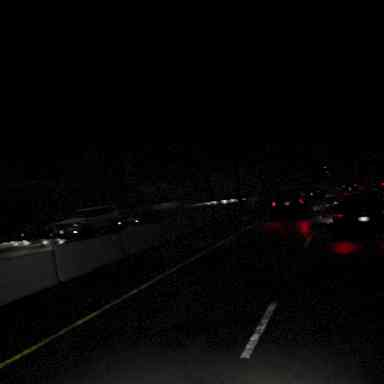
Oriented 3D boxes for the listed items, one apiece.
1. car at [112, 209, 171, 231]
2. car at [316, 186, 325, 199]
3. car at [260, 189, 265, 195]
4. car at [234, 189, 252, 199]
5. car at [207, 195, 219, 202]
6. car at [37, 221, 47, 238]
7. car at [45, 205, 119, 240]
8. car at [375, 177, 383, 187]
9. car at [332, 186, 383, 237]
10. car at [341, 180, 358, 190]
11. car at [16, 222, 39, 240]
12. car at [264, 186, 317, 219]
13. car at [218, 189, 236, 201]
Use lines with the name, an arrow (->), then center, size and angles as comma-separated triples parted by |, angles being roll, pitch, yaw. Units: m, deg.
car -> -3.488, 2.057, 24.875 | 1.895, 1.301, 4.718 | -7, 0, 25
car -> 12.466, 0.056, 34.293 | 1.994, 1.385, 4.181 | -7, 0, 25
car -> 14.191, 0.019, 63.225 | 1.994, 1.385, 4.181 | -7, -1, 25
car -> 10.008, 0.481, 62.491 | 1.812, 1.442, 4.674 | -7, -1, 25
car -> 4.668, 1.237, 67.467 | 1.895, 1.301, 4.718 | -7, -1, 25
car -> -9.928, 2.606, 27.583 | 2.097, 1.767, 4.553 | -7, 0, 25
car -> -7.513, 2.172, 24.545 | 2.150, 2.045, 5.566 | -7, 0, 25
car -> 20.372, -0.937, 34.753 | 2.033, 1.411, 5.357 | -7, 0, 25
car -> 6.515, 0.767, 12.848 | 1.994, 1.385, 4.181 | -7, 0, 25
car -> 19.724, -0.777, 41.669 | 1.895, 1.301, 4.718 | -7, 0, 25
car -> -13.065, 3.210, 29.028 | 1.994, 1.385, 4.181 | -7, 0, 25
car -> 6.399, 0.577, 21.138 | 2.097, 1.767, 4.553 | -7, 0, 25
car -> 7.804, 0.472, 66.066 | 2.150, 2.045, 5.566 | -7, 0, 25
